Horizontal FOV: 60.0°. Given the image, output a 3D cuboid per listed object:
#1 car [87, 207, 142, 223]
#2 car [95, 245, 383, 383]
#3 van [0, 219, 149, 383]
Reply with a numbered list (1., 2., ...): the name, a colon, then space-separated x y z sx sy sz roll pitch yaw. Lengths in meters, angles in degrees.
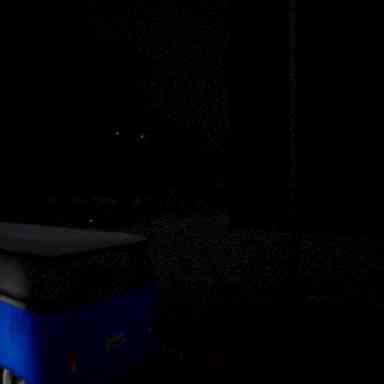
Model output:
1. car: -6.207 2.005 27.114 2.128 1.511 4.902 0 -1 36
2. car: 2.106 1.309 1.459 5.009 1.841 2.192 0 0 36
3. van: -2.320 1.364 4.616 3.998 1.788 1.690 0 0 36
